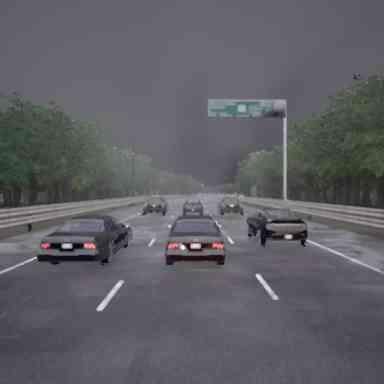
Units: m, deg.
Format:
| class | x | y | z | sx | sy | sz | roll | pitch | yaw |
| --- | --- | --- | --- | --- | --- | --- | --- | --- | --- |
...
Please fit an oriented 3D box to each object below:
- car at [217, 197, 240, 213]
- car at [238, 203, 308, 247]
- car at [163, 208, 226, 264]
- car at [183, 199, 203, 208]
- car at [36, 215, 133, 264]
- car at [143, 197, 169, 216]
| class | x | y | z | sx | sy | sz | roll | pitch | yaw |
| --- | --- | --- | --- | --- | --- | --- | --- | --- | --- |
| car | 3.601 | 1.267 | 32.023 | 2.097 | 1.767 | 4.553 | 0 | 0 | 0 |
| car | 3.600 | 1.446 | 14.823 | 2.128 | 1.511 | 4.902 | 0 | 0 | 0 |
| car | 0.101 | 1.512 | 11.559 | 2.033 | 1.411 | 5.357 | 0 | 0 | 0 |
| car | 0.100 | 1.407 | 32.267 | 2.128 | 1.511 | 4.902 | 0 | 0 | 0 |
| car | -3.398 | 1.512 | 11.556 | 2.033 | 1.411 | 5.357 | 0 | 0 | 0 |
| car | -3.399 | 1.268 | 32.016 | 2.097 | 1.767 | 4.553 | 0 | 0 | 0 |
